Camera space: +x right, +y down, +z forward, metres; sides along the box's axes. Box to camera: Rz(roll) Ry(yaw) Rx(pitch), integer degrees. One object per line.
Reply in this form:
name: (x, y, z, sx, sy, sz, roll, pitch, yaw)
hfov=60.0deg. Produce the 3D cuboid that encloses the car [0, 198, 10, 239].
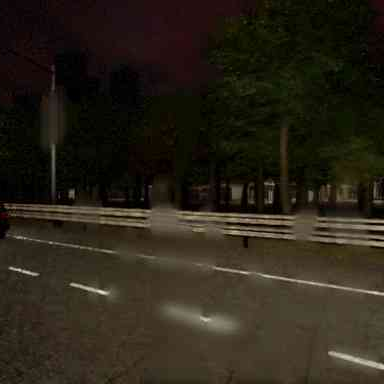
car: (-10.963, 1.222, 16.012, 5.566, 2.045, 2.150, 0, 0, 36)
